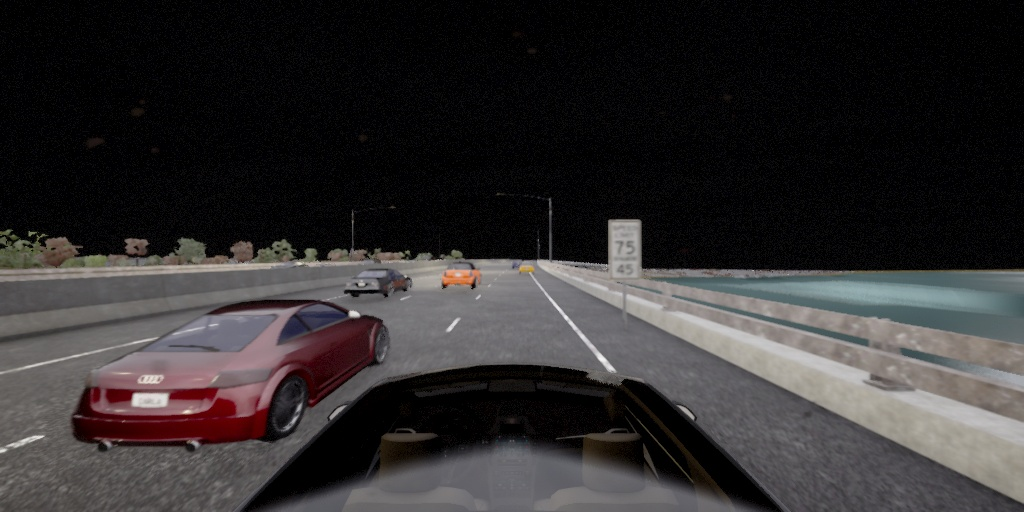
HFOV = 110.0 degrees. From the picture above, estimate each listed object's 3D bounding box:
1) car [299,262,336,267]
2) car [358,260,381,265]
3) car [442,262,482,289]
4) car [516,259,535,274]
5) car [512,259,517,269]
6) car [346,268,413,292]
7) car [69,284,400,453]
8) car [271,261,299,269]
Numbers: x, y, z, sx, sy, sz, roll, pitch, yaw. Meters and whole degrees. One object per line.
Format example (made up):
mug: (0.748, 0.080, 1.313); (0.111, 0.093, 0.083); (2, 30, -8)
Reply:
car: (-20.655, 1.466, 39.318); (1.895, 1.301, 4.718); (0, 0, 1)
car: (-17.068, 1.233, 42.804); (2.097, 1.767, 4.553); (0, 0, 2)
car: (-3.241, 1.167, 23.855); (2.097, 1.767, 4.553); (0, 0, 1)
car: (1.732, 1.341, 42.765); (1.801, 1.575, 5.366); (0, 0, 1)
car: (1.052, 1.316, 61.271); (2.097, 1.767, 4.553); (0, 0, 2)
car: (-6.806, 1.344, 18.792); (2.033, 1.411, 5.357); (0, 0, 1)
car: (-3.388, 1.322, 5.369); (1.994, 1.385, 4.181); (0, 0, 0)
car: (-24.157, 1.354, 39.170); (2.128, 1.511, 4.902); (0, 0, 1)
